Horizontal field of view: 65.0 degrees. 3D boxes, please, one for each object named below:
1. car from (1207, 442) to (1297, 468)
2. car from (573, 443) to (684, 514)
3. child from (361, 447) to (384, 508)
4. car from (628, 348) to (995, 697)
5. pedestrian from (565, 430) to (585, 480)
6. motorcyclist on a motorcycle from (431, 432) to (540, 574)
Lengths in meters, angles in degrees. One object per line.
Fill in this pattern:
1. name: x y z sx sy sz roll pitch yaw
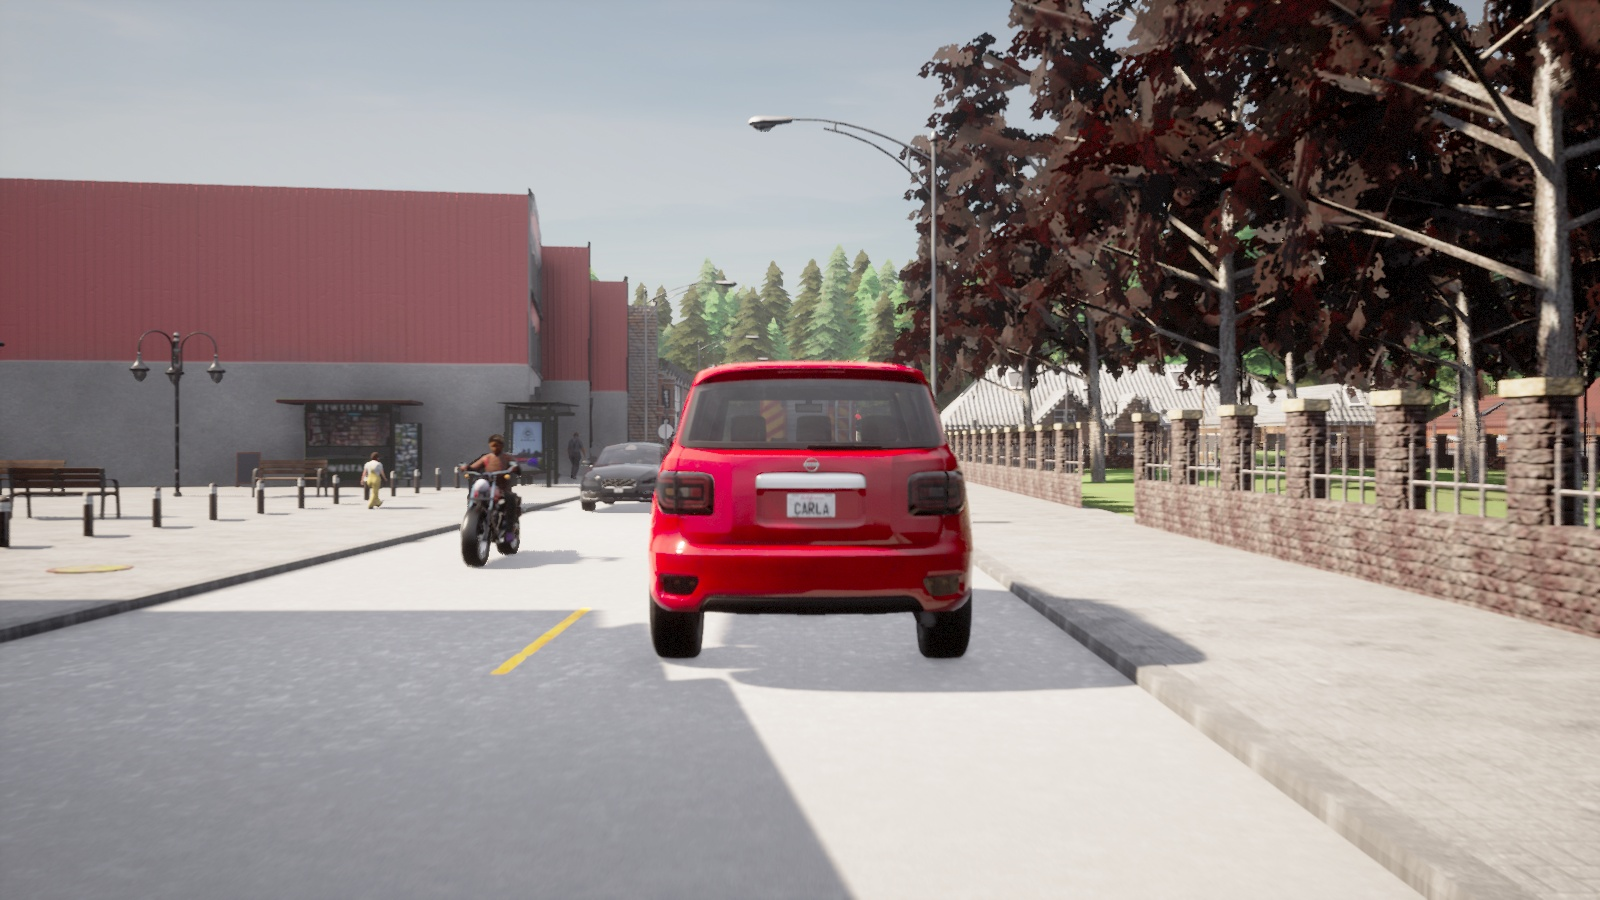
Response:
1. car: 26.347 0.290 73.228 4.514 1.525 2.007 0 0 -1
2. car: -3.802 0.582 28.689 1.837 1.490 4.892 0 0 0
3. child: -8.992 0.576 26.408 0.270 1.263 0.437 0 0 12
4. car: 0.075 0.407 10.153 2.150 2.045 5.566 0 0 0
5. pedestrian: -8.479 0.175 47.275 0.540 1.848 0.694 0 0 8
6. motorcyclist on a motorcycle: -3.893 0.602 15.737 0.766 1.649 2.350 0 1 0
